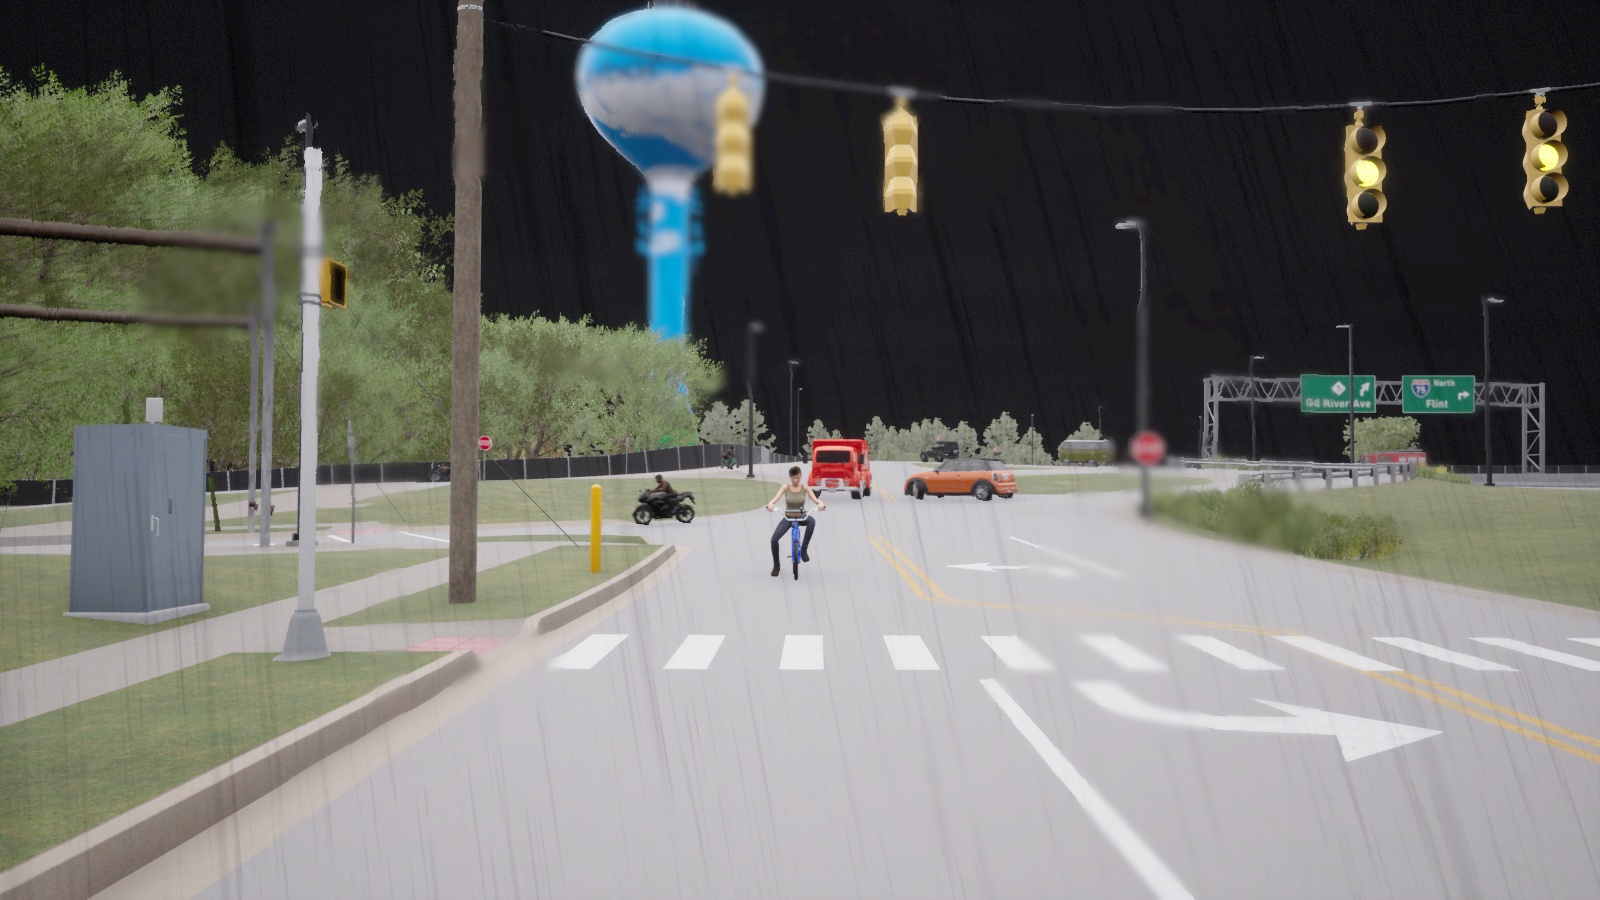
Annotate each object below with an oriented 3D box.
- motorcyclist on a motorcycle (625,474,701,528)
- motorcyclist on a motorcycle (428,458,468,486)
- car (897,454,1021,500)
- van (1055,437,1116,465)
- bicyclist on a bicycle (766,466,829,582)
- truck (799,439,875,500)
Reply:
[{"bbox_3d":[-4.077,1.517,37.508,2.044,1.523,0.797,-1,-3,-30],"label":"motorcyclist on a motorcycle"},{"bbox_3d":[-21.852,1.362,77.950,2.350,1.649,0.766,-2,-1,-16],"label":"motorcyclist on a motorcycle"},{"bbox_3d":[6.465,1.087,51.155,4.553,1.767,2.097,-1,0,38],"label":"car"},{"bbox_3d":[21.260,0.082,93.686,1.775,1.987,4.442,1,0,-33],"label":"van"},{"bbox_3d":[-0.056,1.042,18.222,0.866,1.612,1.509,0,-1,-1],"label":"bicyclist on a bicycle"},{"bbox_3d":[1.629,0.776,52.838,2.627,2.467,5.204,0,0,8],"label":"truck"}]
